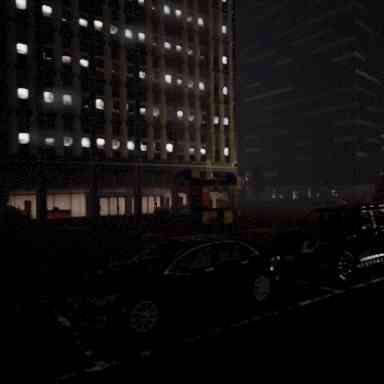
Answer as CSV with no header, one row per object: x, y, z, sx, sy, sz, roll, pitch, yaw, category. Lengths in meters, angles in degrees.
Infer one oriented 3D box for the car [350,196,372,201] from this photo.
28.459,1.791,53.627,1.947,1.339,4.313,-2,1,-41,car

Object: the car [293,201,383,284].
4.468,1.314,9.767,5.009,1.841,2.192,0,-1,-35,car

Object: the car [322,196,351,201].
24.772,1.697,57.898,1.967,1.590,4.097,-2,1,-41,car

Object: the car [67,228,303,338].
-0.110,1.551,6.497,4.403,1.369,2.008,0,-1,-35,car

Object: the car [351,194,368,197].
31.156,1.400,63.330,2.192,1.841,5.009,-2,1,-41,car

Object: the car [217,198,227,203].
6.355,1.999,79.263,1.802,1.307,4.206,-2,1,-41,car

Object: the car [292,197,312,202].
23.782,1.715,71.891,1.947,1.339,4.313,-2,1,-41,car
